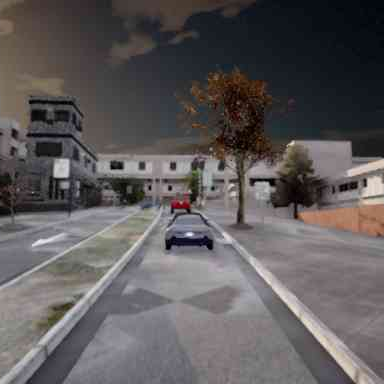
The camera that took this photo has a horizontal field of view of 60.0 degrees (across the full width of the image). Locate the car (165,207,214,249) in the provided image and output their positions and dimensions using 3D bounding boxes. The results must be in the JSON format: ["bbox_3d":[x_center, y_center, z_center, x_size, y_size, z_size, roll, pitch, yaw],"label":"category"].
[{"bbox_3d":[-0.152,1.587,14.671,1.994,1.385,4.181,0,0,-2],"label":"car"}]

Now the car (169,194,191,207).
[{"bbox_3d":[-1.348,1.279,37.787,2.150,2.045,5.566,0,0,-4],"label":"car"}]
